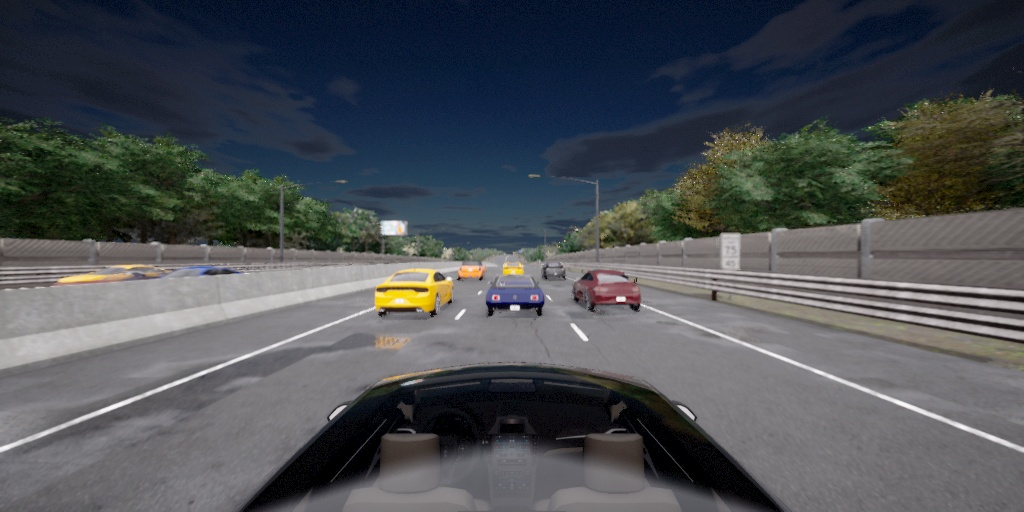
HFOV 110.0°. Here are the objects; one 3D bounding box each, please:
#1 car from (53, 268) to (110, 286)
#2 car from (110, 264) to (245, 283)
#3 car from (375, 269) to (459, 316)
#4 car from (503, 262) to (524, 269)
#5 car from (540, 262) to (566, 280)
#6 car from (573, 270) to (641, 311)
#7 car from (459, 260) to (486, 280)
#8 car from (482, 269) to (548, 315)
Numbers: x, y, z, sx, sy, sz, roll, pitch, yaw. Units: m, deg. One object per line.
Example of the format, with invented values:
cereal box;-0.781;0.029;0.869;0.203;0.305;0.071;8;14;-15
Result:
car;-17.530;1.339;16.509;1.895;1.301;4.718;0;0;1
car;-14.035;1.214;15.973;1.882;1.535;5.008;0;0;1
car;-3.387;1.212;13.302;1.882;1.535;5.008;0;0;0
car;0.105;1.299;34.384;1.882;1.535;5.008;0;0;0
car;3.605;1.295;31.868;2.128;1.511;4.902;0;0;0
car;3.602;1.261;14.138;1.812;1.442;4.674;0;0;0
car;-3.395;1.151;31.257;2.097;1.767;4.553;0;0;0
car;0.101;1.336;13.413;1.895;1.301;4.718;0;0;0
